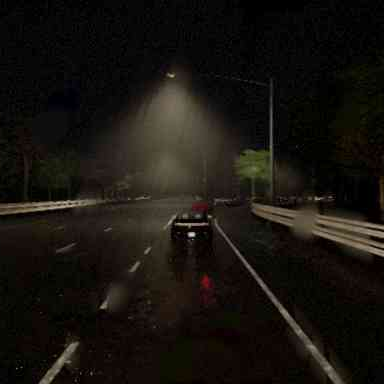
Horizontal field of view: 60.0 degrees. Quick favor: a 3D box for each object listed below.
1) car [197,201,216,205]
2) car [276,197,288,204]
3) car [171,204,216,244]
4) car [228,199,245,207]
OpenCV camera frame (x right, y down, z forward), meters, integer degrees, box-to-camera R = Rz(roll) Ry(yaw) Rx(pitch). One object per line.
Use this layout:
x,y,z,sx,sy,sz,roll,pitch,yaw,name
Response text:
1.544,1.695,36.767,1.882,1.535,5.008,0,-1,10,car
20.520,1.919,76.690,2.033,1.411,5.357,0,0,41,car
-0.005,1.581,16.313,2.128,1.511,4.902,0,0,0,car
7.492,1.868,55.890,1.994,1.385,4.181,0,0,24,car
